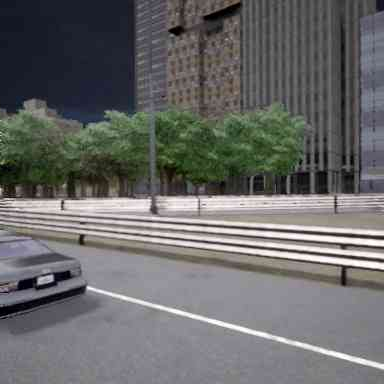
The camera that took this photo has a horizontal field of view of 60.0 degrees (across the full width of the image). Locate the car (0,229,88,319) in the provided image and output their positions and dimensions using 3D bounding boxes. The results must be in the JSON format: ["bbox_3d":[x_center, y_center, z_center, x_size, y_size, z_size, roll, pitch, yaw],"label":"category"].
[{"bbox_3d":[-4.524,1.537,7.150,5.357,1.411,2.033,0,0,36],"label":"car"}]

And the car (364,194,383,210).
[{"bbox_3d":[18.385,0.804,30.629,5.008,1.535,1.882,-1,0,-6],"label":"car"}]
